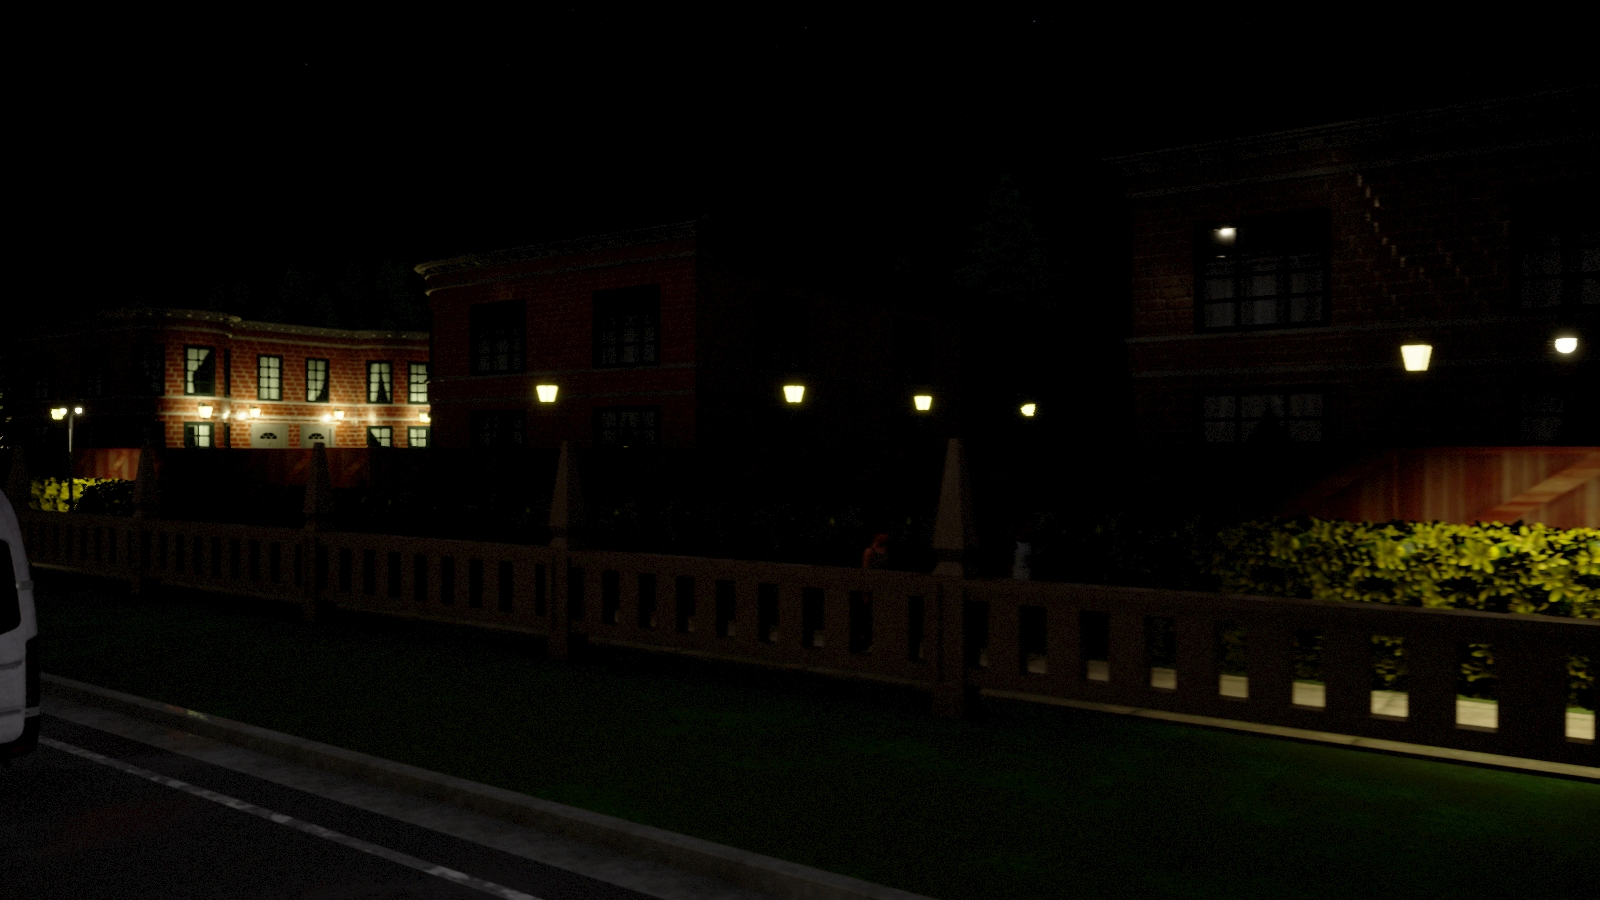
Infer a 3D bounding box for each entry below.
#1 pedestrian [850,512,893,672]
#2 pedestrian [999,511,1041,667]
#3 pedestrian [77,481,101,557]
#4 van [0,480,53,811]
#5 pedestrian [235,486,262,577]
[{"bbox_3d":[0.860,1.696,13.749,0.375,1.860,0.375,0,0,36],"label":"pedestrian"},{"bbox_3d":[2.713,1.696,14.063,0.375,1.860,0.375,0,0,38],"label":"pedestrian"},{"bbox_3d":[-17.568,1.695,28.236,0.375,1.860,0.375,0,0,36],"label":"pedestrian"},{"bbox_3d":[-9.018,1.534,10.096,5.915,2.561,1.988,0,0,35],"label":"van"},{"bbox_3d":[-11.540,1.695,23.918,0.375,1.860,0.375,0,0,35],"label":"pedestrian"}]
